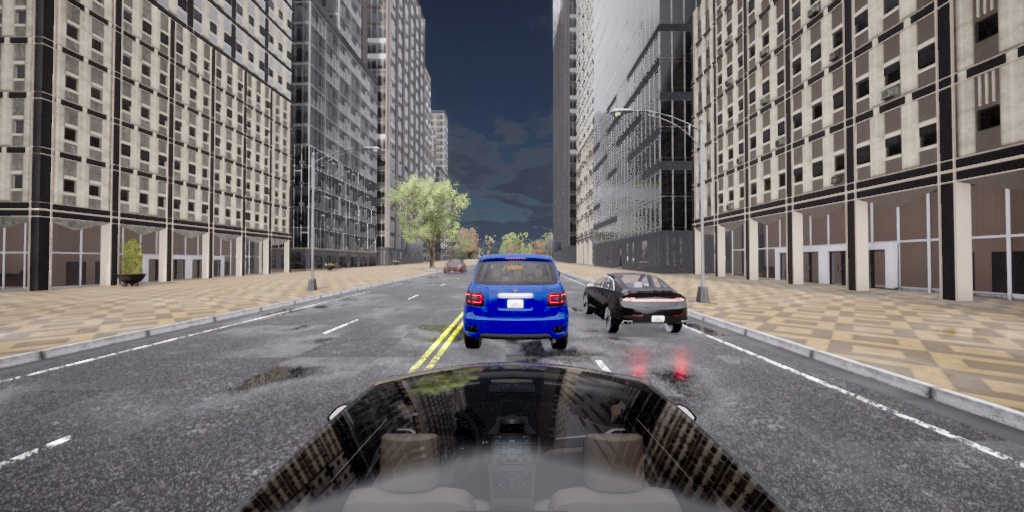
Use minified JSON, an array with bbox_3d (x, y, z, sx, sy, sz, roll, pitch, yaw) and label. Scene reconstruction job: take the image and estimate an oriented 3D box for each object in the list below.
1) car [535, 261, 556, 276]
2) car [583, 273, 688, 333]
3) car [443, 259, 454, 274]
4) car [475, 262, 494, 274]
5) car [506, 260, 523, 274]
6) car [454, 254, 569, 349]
[{"bbox_3d":[3.508,1.262,38.247,1.837,1.490,4.892,0,0,0],"label":"car"},{"bbox_3d":[3.388,1.243,10.712,2.128,1.511,4.902,0,0,0],"label":"car"},{"bbox_3d":[-6.412,1.109,40.739,2.097,1.767,4.553,0,0,0],"label":"car"},{"bbox_3d":[-3.154,1.358,42.016,1.895,1.301,4.718,0,0,1],"label":"car"},{"bbox_3d":[0.278,1.235,42.640,1.882,1.535,5.008,0,0,0],"label":"car"},{"bbox_3d":[0.120,0.973,9.275,2.150,2.045,5.566,0,0,1],"label":"car"}]
